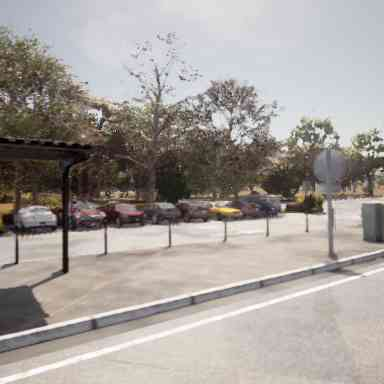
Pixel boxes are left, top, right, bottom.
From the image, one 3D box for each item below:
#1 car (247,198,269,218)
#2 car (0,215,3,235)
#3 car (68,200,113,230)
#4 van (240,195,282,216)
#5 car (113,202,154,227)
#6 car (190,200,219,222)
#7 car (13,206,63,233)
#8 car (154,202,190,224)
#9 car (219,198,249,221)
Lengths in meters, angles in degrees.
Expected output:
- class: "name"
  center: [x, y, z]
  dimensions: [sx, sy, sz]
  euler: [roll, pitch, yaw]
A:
- class: "car"
  center: [4.079, 1.522, 29.684]
  dimensions: [2.163, 1.488, 4.792]
  euler: [0, 0, -36]
- class: "car"
  center: [-11.703, 1.497, 18.355]
  dimensions: [2.097, 1.535, 5.008]
  euler: [0, 0, -36]
- class: "car"
  center: [-7.209, 1.369, 21.613]
  dimensions: [2.185, 1.767, 4.553]
  euler: [0, 0, -36]
- class: "van"
  center: [6.421, 1.266, 31.178]
  dimensions: [1.878, 1.987, 4.442]
  euler: [0, 0, -36]
- class: "car"
  center: [-4.937, 1.493, 23.207]
  dimensions: [2.097, 1.535, 5.008]
  euler: [0, 0, -36]
- class: "car"
  center: [-0.436, 1.522, 26.454]
  dimensions: [2.163, 1.488, 4.792]
  euler: [0, 0, -36]
- class: "car"
  center: [-9.447, 1.536, 19.971]
  dimensions: [2.002, 1.452, 4.674]
  euler: [0, 0, -36]
- class: "car"
  center: [-2.672, 1.494, 24.812]
  dimensions: [2.231, 1.521, 4.892]
  euler: [0, 0, -36]
- class: "car"
  center: [1.946, 1.489, 27.893]
  dimensions: [1.946, 1.575, 5.366]
  euler: [0, 0, -36]
